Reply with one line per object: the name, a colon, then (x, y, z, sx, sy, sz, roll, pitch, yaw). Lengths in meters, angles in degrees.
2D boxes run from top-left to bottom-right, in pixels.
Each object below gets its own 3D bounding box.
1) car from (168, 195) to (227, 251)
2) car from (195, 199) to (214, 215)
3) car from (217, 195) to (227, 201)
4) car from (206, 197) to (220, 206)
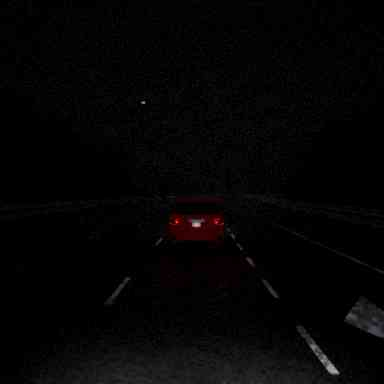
car: (0.244, 1.224, 14.212, 2.150, 2.045, 5.566, 0, 0, 2)
car: (1.347, 1.539, 34.611, 1.812, 1.442, 4.674, 0, 0, 4)
car: (7.761, 1.572, 84.382, 2.033, 1.411, 5.357, 0, 0, 11)
car: (3.637, 1.561, 57.610, 2.033, 1.411, 5.357, 0, 0, 7)
